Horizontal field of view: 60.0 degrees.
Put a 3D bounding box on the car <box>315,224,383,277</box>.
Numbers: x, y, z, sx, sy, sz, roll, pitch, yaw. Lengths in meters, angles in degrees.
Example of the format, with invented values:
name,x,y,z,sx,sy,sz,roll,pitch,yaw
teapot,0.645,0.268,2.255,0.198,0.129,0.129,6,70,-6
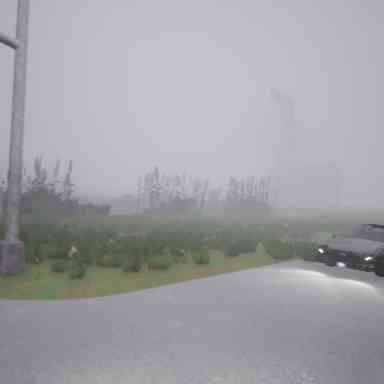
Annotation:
name,x,y,z,sx,sy,sz,roll,pitch,yaw
car,6.381,1.855,11.624,5.357,1.411,2.033,3,0,-43
